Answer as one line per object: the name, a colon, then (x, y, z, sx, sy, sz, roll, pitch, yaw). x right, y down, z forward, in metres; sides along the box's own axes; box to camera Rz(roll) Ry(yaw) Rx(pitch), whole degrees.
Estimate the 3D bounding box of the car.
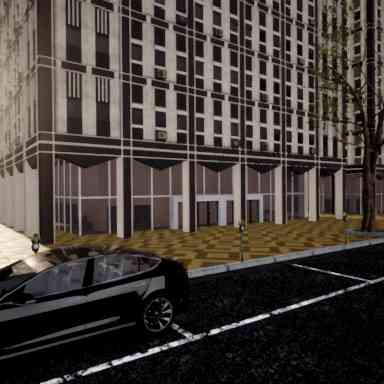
car: (-2.034, 1.566, 5.116, 4.313, 1.339, 1.947, 0, -1, -35)
